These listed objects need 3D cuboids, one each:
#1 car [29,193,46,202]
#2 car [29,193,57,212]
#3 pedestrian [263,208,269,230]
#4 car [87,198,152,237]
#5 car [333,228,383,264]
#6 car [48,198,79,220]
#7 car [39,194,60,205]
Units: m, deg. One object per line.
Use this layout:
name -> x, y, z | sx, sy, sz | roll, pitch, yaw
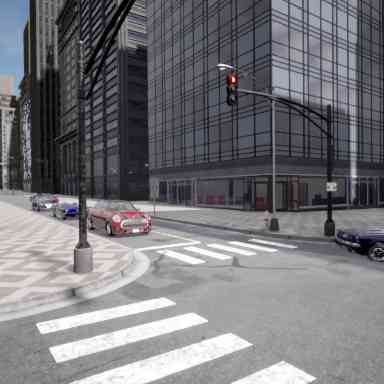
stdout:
car -> -26.096, 0.882, 56.060 | 1.837, 1.490, 4.892 | -1, 1, -34
car -> -15.425, 1.178, 34.668 | 2.128, 1.511, 4.902 | -1, 1, -34
pedestrian -> 3.892, 1.373, 17.276 | 0.500, 1.100, 0.500 | 0, 0, -34
car -> -3.933, 1.234, 17.692 | 2.097, 1.767, 4.553 | -1, 1, -34
car -> 7.281, 1.544, 10.903 | 4.718, 1.301, 1.895 | 1, 1, 2
car -> -9.607, 1.389, 26.075 | 1.895, 1.301, 4.718 | -1, 1, -34
car -> -20.547, 1.062, 47.892 | 1.994, 1.385, 4.181 | -1, 1, -34
